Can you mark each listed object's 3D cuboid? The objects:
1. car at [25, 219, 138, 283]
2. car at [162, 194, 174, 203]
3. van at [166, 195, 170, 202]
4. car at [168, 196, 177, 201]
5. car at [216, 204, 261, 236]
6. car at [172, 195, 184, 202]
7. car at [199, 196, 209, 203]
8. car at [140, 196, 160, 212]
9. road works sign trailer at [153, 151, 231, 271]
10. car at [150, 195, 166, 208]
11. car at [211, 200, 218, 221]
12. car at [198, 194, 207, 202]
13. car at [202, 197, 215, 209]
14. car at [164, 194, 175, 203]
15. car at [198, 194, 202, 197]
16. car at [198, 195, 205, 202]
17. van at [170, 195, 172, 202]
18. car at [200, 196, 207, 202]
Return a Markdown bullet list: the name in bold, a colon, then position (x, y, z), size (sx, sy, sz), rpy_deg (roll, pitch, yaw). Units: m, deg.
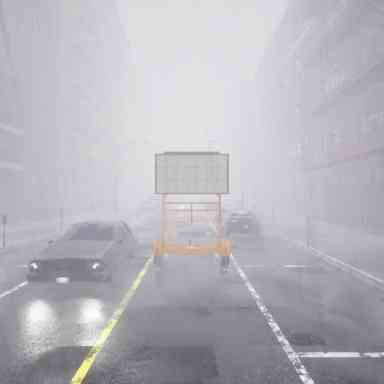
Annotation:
- **car**: position (-2.846, 1.556, 9.978), size (2.033, 1.411, 5.357), rpy_deg (0, 0, 0)
- **car**: position (-5.258, 1.501, 73.661), size (2.192, 1.841, 5.009), rpy_deg (1, 0, 0)
- **van**: position (-5.265, 1.459, 57.068), size (1.690, 1.788, 3.998), rpy_deg (2, 0, 0)
- **car**: position (-5.256, 1.830, 90.253), size (1.947, 1.339, 4.313), rpy_deg (1, 0, 0)
- **car**: position (2.592, 1.564, 18.289), size (1.887, 1.381, 4.507), rpy_deg (1, 0, 0)
- **car**: position (-2.718, 1.698, 70.655), size (1.812, 1.442, 4.674), rpy_deg (0, 0, 0)
- **car**: position (2.627, 1.625, 73.597), size (1.967, 1.590, 4.097), rpy_deg (1, 0, 0)
- **car**: position (-5.277, 1.594, 40.308), size (1.752, 1.417, 4.829), rpy_deg (2, 0, 0)
- **road works sign trailer**: position (-0.006, 0.474, 10.978), size (2.380, 3.560, 2.880), rpy_deg (0, 0, 0)
- **car**: position (-5.269, 1.399, 46.010), size (2.192, 1.841, 5.009), rpy_deg (2, 0, 0)
- **car**: position (2.595, 1.555, 23.991), size (1.752, 1.417, 4.829), rpy_deg (1, 0, 0)
- **car**: position (2.593, 1.551, 84.659), size (2.192, 1.841, 5.009), rpy_deg (1, 0, 0)
- **car**: position (2.602, 1.613, 40.411), size (1.887, 1.381, 4.507), rpy_deg (1, 0, 0)
- **car**: position (-5.255, 1.525, 79.191), size (2.192, 1.841, 5.009), rpy_deg (1, 0, 0)
- **car**: position (2.615, 1.706, 68.065), size (1.887, 1.381, 4.507), rpy_deg (1, 0, 0)
- **car**: position (2.612, 1.684, 62.535), size (1.887, 1.381, 4.507), rpy_deg (1, 0, 0)
- **van**: position (-5.263, 1.480, 62.601), size (1.690, 1.788, 3.998), rpy_deg (1, 0, 0)
- **car**: position (2.604, 1.634, 45.943), size (2.008, 1.369, 4.403), rpy_deg (1, 0, 0)
